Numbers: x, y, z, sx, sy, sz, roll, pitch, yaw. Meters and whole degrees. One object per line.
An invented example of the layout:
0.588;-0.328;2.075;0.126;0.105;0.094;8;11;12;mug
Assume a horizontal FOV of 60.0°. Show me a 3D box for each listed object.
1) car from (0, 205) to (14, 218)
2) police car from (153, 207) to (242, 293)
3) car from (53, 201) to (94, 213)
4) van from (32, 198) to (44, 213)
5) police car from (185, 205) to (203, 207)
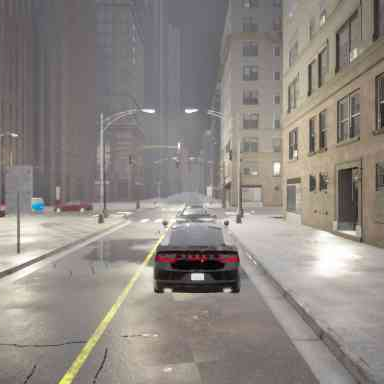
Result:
-19.599;1.524;30.659;5.009;1.841;2.192;-1;0;0;car
0.111;1.427;8.977;1.930;1.638;5.238;0;0;0;police car
-13.941;1.727;39.160;4.507;1.381;1.887;-1;0;0;car
-19.568;1.591;39.185;3.998;1.788;1.690;-1;0;0;van
0.128;1.510;18.581;2.038;1.542;4.974;0;0;0;police car
